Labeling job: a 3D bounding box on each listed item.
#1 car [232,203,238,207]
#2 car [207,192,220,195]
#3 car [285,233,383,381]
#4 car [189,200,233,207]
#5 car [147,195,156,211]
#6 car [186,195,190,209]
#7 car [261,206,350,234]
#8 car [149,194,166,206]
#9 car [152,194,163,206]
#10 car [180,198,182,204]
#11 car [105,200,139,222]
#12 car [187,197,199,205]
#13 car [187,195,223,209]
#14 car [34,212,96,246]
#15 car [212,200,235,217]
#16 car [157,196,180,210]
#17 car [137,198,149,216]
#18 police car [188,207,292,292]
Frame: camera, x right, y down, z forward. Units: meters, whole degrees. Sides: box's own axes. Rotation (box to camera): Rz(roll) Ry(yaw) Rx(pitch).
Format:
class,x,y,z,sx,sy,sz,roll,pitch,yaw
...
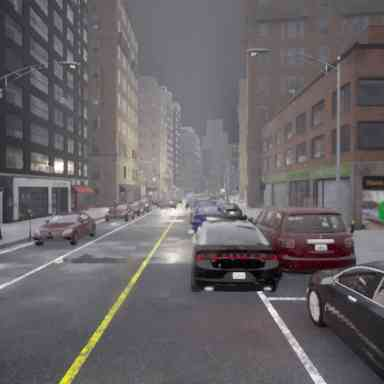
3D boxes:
class,x,y,z,sx,sy,sz,roll,pitch,yaw
car,2.914,1.555,26.287,1.947,1.339,4.313,-1,0,0
car,5.974,1.444,92.640,1.947,1.339,4.313,0,0,9
car,2.861,1.550,4.262,2.008,1.369,4.403,-1,0,0
car,0.946,1.472,18.947,1.882,1.535,5.008,0,0,0
car,-5.585,1.420,37.310,1.967,1.590,4.097,-1,0,0
car,0.136,1.536,44.864,1.994,1.385,4.181,0,0,0
car,2.872,1.312,9.768,2.192,1.841,5.009,-1,0,0
car,-5.546,1.276,53.834,2.192,1.841,5.009,-1,0,0
car,-5.560,1.283,48.326,2.192,1.841,5.009,-1,0,0
car,-2.851,1.514,61.592,1.994,1.385,4.181,0,0,0
car,-5.611,1.571,26.295,1.802,1.307,4.206,-1,0,0
car,0.140,1.557,57.022,1.895,1.301,4.718,0,0,0
car,0.900,1.342,24.916,2.097,1.767,4.553,0,0,0
car,-5.637,1.577,15.279,1.802,1.307,4.206,-1,0,0
car,2.928,1.510,31.963,1.752,1.417,4.829,-1,0,0
car,-2.988,1.538,42.796,1.994,1.385,4.181,0,0,0
car,-5.597,1.567,31.803,1.802,1.307,4.206,-1,0,0
police car,0.922,1.423,9.056,1.930,1.638,5.238,0,0,0
